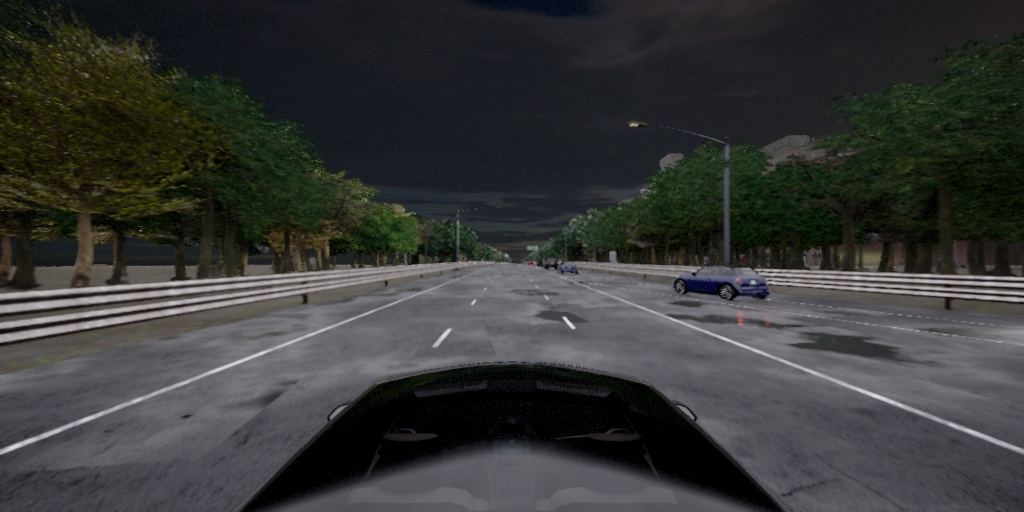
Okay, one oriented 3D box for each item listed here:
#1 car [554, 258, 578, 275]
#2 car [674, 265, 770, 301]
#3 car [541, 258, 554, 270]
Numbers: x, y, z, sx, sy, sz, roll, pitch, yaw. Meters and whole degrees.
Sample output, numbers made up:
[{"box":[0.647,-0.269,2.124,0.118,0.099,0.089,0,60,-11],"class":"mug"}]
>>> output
[{"box":[7.056,1.419,46.019,2.097,1.767,4.553,0,0,-1],"class":"car"},{"box":[10.571,1.245,18.542,2.097,1.767,4.553,0,0,-15],"class":"car"},{"box":[7.049,1.422,65.138,2.150,2.045,5.566,0,0,0],"class":"car"}]
